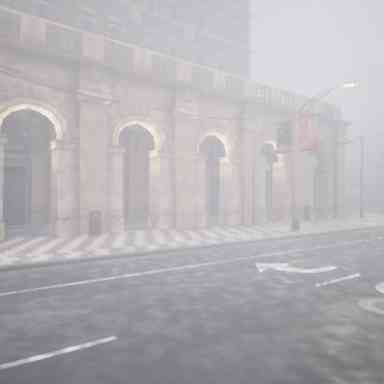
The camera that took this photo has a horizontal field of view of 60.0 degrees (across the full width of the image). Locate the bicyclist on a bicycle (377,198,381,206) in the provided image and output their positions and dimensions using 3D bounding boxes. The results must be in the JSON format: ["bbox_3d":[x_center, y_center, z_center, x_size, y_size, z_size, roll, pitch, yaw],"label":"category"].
[{"bbox_3d":[35.843,1.906,63.827,1.656,1.620,0.582,0,0,-36],"label":"bicyclist on a bicycle"}]
